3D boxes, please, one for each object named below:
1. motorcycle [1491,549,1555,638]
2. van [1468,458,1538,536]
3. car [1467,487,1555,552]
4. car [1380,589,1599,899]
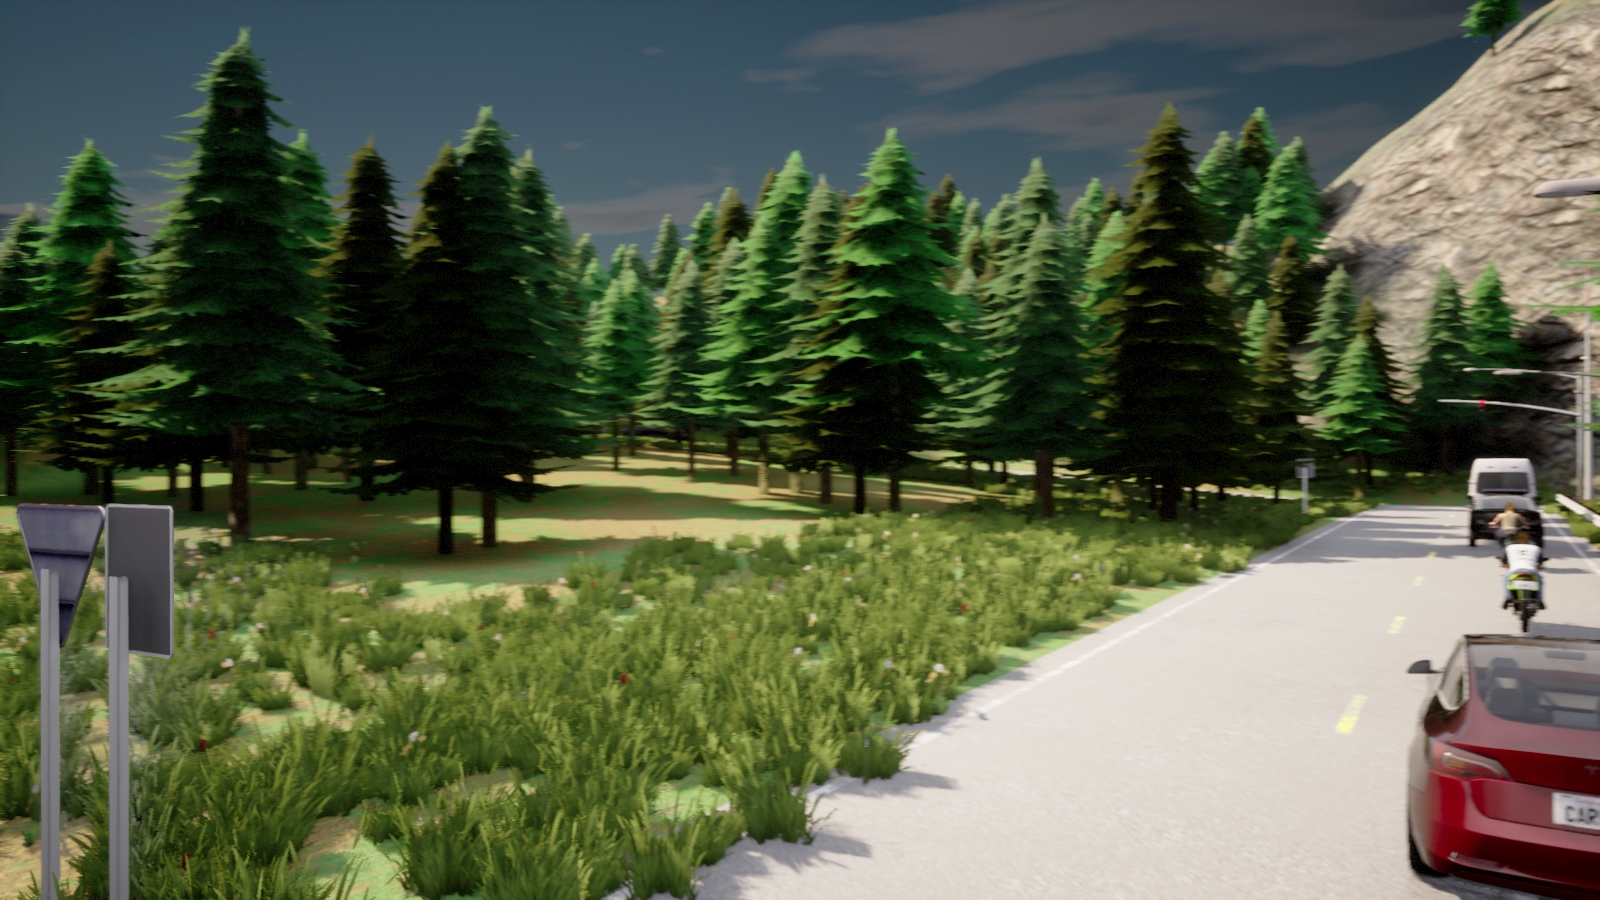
[{"bbox_3d":[11.456,2.231,18.139,0.803,1.145,2.033,0,0,31],"label":"motorcycle"},{"bbox_3d":[25.099,1.578,40.896,1.988,2.561,5.915,0,0,31],"label":"van"},{"bbox_3d":[21.390,2.018,34.470,2.097,1.638,5.238,0,0,31],"label":"car"},{"bbox_3d":[5.659,2.070,8.368,2.163,1.488,4.792,0,0,31],"label":"car"}]
